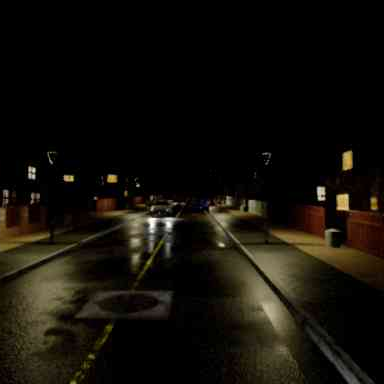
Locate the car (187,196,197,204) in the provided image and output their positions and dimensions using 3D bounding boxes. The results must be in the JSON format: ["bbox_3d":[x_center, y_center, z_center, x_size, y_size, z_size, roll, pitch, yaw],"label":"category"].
[{"bbox_3d":[-0.022,1.547,67.803,1.837,1.490,4.892,0,0,0],"label":"car"}]

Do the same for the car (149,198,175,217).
[{"bbox_3d":[-2.857,1.554,31.445,1.812,1.442,4.674,0,0,0],"label":"car"}]

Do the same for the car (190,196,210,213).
[{"bbox_3d":[0.950,1.511,37.524,1.882,1.535,5.008,0,0,0],"label":"car"}]

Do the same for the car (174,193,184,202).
[{"bbox_3d":[-2.775,1.251,72.818,2.150,2.045,5.566,0,0,0],"label":"car"}]

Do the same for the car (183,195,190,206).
[{"bbox_3d":[-0.017,1.614,55.281,1.994,1.385,4.181,0,0,0],"label":"car"}]
